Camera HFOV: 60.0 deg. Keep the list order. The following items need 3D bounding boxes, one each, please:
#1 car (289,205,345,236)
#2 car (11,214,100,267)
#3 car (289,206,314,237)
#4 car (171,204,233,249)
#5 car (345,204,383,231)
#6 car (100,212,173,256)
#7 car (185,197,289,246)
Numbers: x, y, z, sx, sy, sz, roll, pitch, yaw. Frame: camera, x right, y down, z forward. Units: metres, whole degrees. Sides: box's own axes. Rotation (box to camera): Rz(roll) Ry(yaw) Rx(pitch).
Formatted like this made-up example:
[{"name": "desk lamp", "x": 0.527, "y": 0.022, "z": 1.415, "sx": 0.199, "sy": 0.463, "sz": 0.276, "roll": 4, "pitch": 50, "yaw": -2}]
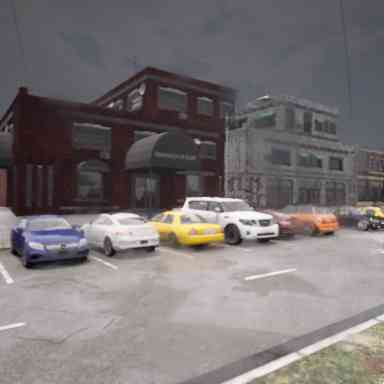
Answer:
[{"name": "car", "x": 6.118, "y": 1.513, "z": 19.608, "sx": 2.185, "sy": 1.767, "sz": 4.553, "roll": 1, "pitch": -1, "yaw": -35}, {"name": "car", "x": -5.122, "y": 1.519, "z": 11.664, "sx": 2.002, "sy": 1.452, "sz": 4.674, "roll": 0, "pitch": 0, "yaw": -35}, {"name": "car", "x": 3.835, "y": 1.633, "z": 18.022, "sx": 2.002, "sy": 1.452, "sz": 4.674, "roll": 1, "pitch": -1, "yaw": -35}, {"name": "car", "x": -0.800, "y": 1.519, "z": 14.959, "sx": 1.946, "sy": 1.575, "sz": 5.366, "roll": 1, "pitch": 0, "yaw": -35}, {"name": "car", "x": 10.725, "y": 1.746, "z": 22.927, "sx": 2.231, "sy": 1.521, "sz": 4.892, "roll": 1, "pitch": -1, "yaw": -35}, {"name": "car", "x": -2.952, "y": 1.536, "z": 13.199, "sx": 2.002, "sy": 1.452, "sz": 4.674, "roll": 0, "pitch": 0, "yaw": -35}, {"name": "car", "x": 1.592, "y": 1.302, "z": 16.396, "sx": 2.435, "sy": 2.045, "sz": 5.566, "roll": 1, "pitch": 0, "yaw": -35}]
